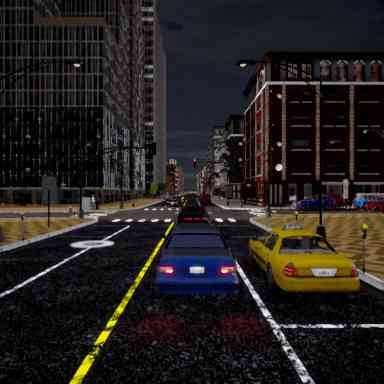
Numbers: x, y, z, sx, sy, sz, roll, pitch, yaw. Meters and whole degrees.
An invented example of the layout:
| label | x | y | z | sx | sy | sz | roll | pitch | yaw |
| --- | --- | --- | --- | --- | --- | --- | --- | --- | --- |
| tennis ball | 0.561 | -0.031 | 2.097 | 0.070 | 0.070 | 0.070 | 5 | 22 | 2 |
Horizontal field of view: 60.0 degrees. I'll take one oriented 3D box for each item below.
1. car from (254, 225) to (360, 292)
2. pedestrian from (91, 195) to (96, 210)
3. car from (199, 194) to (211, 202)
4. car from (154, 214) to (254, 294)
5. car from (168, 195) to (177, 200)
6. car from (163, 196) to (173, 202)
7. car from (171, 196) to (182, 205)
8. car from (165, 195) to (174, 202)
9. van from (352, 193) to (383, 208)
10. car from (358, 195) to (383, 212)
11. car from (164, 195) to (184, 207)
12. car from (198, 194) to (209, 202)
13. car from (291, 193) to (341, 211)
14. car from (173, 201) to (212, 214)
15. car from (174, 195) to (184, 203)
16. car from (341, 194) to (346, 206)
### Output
| label | x | y | z | sx | sy | sz | roll | pitch | yaw |
| --- | --- | --- | --- | --- | --- | --- | --- | --- | --- |
| car | 2.565 | 1.525 | 8.764 | 1.752 | 1.417 | 4.829 | 0 | 0 | 0 |
| pedestrian | -12.343 | 1.270 | 41.603 | 0.375 | 1.860 | 0.375 | 0 | 1 | -1 |
| car | 2.571 | 1.318 | 63.411 | 2.192 | 1.841 | 5.009 | 0 | 0 | 0 |
| car | 0.098 | 1.547 | 8.913 | 2.033 | 1.411 | 5.357 | 0 | 0 | 0 |
| car | -5.305 | 1.557 | 91.376 | 2.008 | 1.369 | 4.403 | 0 | 0 | 0 |
| car | -5.307 | 1.555 | 74.597 | 2.008 | 1.369 | 4.403 | 0 | 0 | 0 |
| car | -2.810 | 1.528 | 60.881 | 1.812 | 1.442 | 4.674 | 0 | 0 | 0 |
| car | -5.307 | 1.550 | 80.190 | 1.887 | 1.381 | 4.507 | 0 | 0 | 0 |
| van | 20.974 | 1.050 | 39.012 | 3.998 | 1.788 | 1.690 | -1 | 1 | -1 |
| car | 19.619 | 1.300 | 33.615 | 4.181 | 1.385 | 1.994 | -1 | 0 | 0 |
| car | -2.837 | 1.493 | 51.254 | 2.128 | 1.511 | 4.902 | 0 | 0 | 0 |
| car | 2.573 | 1.319 | 74.597 | 2.192 | 1.841 | 5.009 | 0 | 0 | 0 |
| car | 13.290 | 1.162 | 36.452 | 4.553 | 1.767 | 2.097 | -1 | 0 | -1 |
| car | 0.086 | 1.504 | 18.654 | 1.837 | 1.490 | 4.892 | 0 | 0 | 0 |
| car | -2.741 | 1.482 | 71.367 | 1.882 | 1.535 | 5.008 | 0 | 0 | 0 |
| car | 15.318 | 1.094 | 38.953 | 5.009 | 1.841 | 2.192 | -1 | 1 | -1 |
